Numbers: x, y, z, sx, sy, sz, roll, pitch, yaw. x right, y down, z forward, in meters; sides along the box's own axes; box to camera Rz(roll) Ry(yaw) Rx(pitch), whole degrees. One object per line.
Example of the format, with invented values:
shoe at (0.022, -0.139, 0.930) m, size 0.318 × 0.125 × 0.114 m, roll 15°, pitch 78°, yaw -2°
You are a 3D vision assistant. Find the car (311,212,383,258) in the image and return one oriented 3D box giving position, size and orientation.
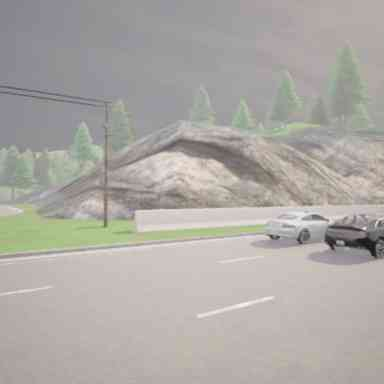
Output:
car at (7.332, 1.639, 13.383) m, size 4.902 × 1.511 × 2.128 m, roll 1°, pitch 0°, yaw -35°

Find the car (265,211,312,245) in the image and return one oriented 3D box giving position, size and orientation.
car at (5.618, 1.676, 16.455) m, size 4.674 × 1.442 × 1.812 m, roll 0°, pitch 0°, yaw -35°
